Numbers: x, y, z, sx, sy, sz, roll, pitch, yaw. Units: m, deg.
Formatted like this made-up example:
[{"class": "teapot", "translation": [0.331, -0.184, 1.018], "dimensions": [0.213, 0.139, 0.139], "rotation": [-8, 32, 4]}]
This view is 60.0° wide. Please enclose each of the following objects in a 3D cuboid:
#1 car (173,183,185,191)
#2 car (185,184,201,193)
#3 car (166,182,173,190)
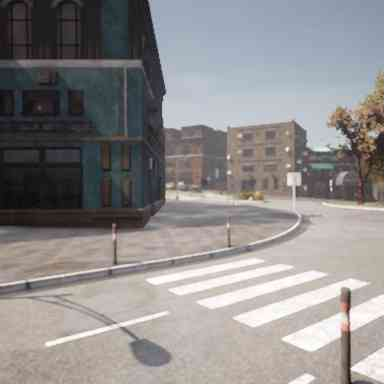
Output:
[{"class": "car", "translation": [-1.788, -0.957, 68.524], "dimensions": [2.002, 1.452, 4.674], "rotation": [5, 3, 12]}, {"class": "car", "translation": [0.792, -0.717, 66.930], "dimensions": [2.231, 1.521, 4.892], "rotation": [5, 2, 12]}, {"class": "car", "translation": [-4.407, -1.274, 69.924], "dimensions": [1.946, 1.575, 5.366], "rotation": [5, 3, 12]}]
